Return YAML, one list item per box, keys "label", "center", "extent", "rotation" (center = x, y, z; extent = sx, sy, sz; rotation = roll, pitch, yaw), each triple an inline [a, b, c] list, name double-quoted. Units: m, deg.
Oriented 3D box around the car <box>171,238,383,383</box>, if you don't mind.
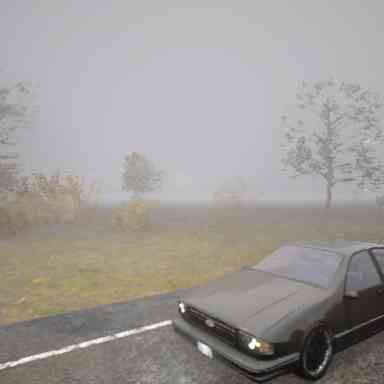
- label: "car"
  center: [2.334, 1.546, 5.622]
  extent: [5.357, 1.411, 2.033]
  rotation: [0, 0, -35]
